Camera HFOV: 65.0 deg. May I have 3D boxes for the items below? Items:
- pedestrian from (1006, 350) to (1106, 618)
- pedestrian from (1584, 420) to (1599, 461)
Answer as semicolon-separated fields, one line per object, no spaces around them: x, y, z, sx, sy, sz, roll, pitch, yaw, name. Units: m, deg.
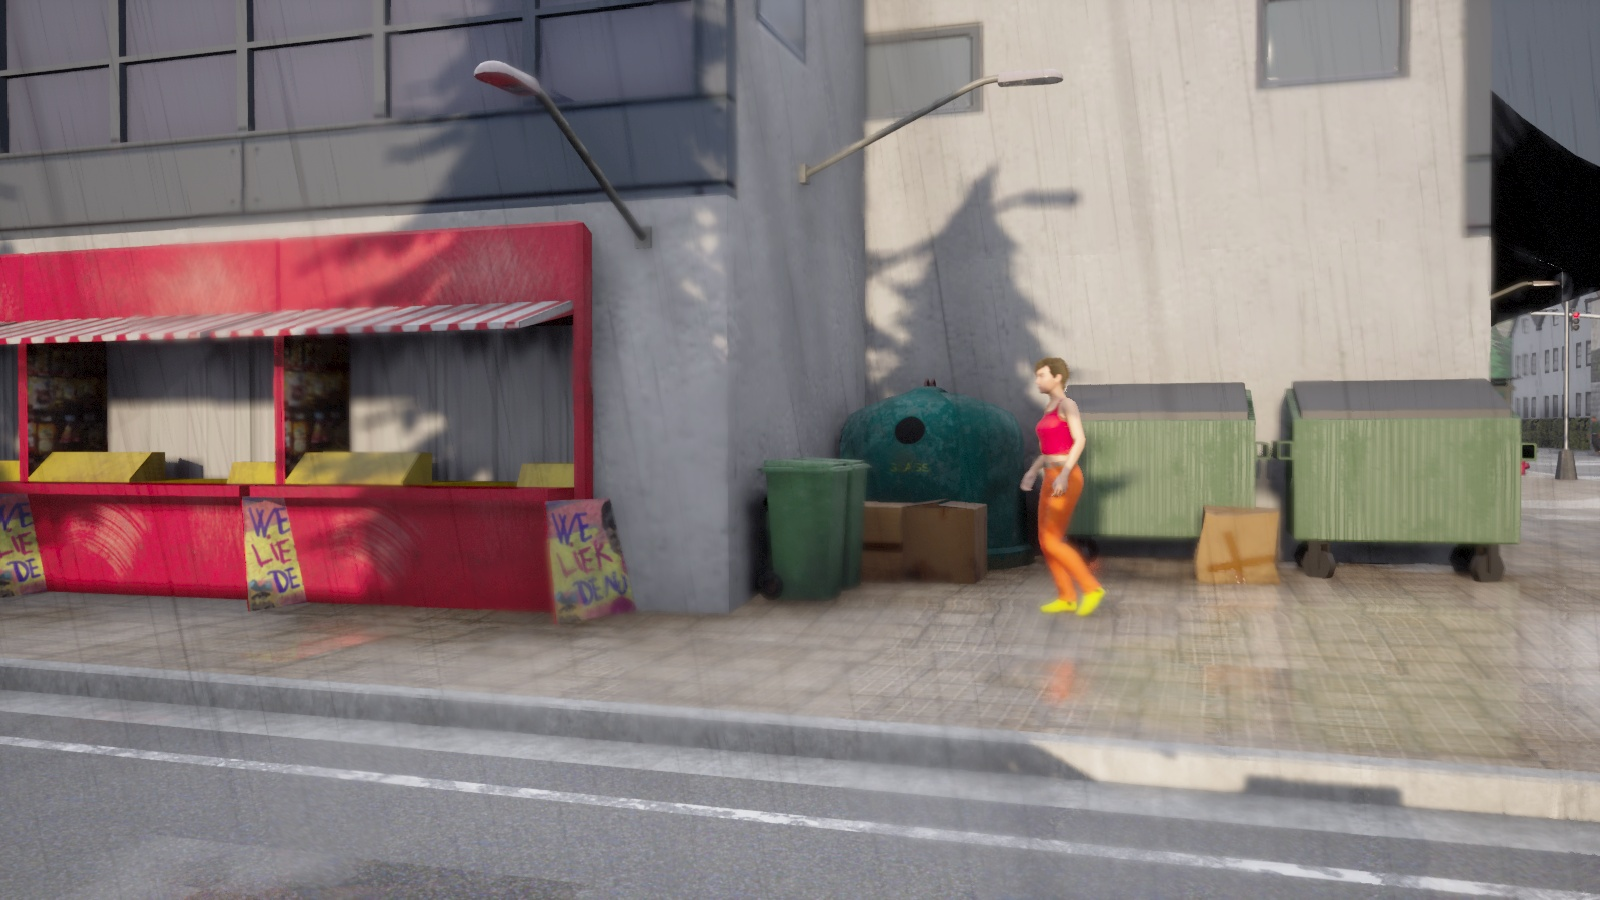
1.794;0.230;8.820;0.594;1.836;0.345;0;1;-9;pedestrian
37.291;-0.445;58.878;0.788;1.949;0.423;0;1;-6;pedestrian
